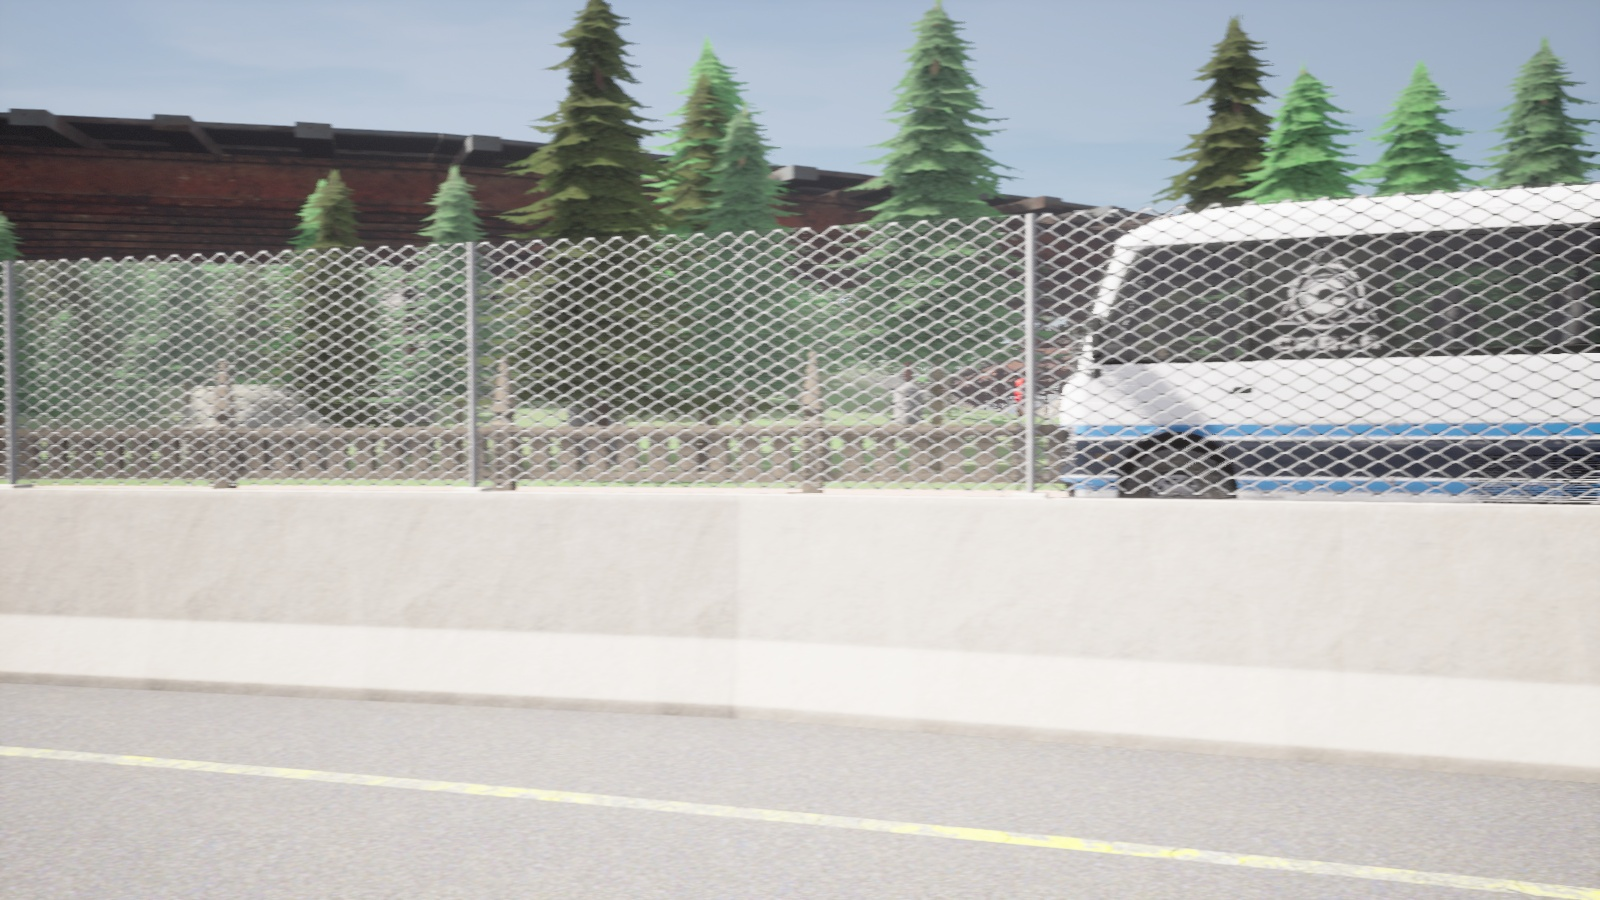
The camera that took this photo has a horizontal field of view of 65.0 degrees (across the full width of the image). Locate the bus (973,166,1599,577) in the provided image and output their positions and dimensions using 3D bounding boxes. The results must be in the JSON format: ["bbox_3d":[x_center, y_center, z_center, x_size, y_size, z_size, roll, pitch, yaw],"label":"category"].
[{"bbox_3d":[7.623,-0.841,15.361,10.273,4.253,3.944,0,1,20],"label":"bus"}]
